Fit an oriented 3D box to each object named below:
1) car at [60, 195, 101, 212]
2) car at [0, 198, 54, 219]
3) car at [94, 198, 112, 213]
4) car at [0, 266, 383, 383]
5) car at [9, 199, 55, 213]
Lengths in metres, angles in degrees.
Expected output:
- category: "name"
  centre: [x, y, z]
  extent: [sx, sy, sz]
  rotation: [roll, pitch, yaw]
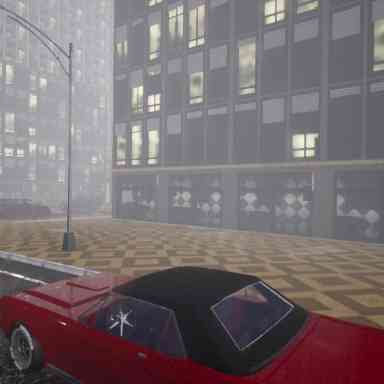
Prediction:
- category: "car"
  centre: [-14.052, 1.424, 42.717]
  extent: [2.150, 2.045, 5.566]
  rotation: [1, 0, 37]
- category: "car"
  centre: [-15.737, 1.517, 30.754]
  extent: [2.192, 1.841, 5.009]
  rotation: [1, 0, 37]
- category: "car"
  centre: [-8.916, 1.828, 39.949]
  extent: [1.752, 1.417, 4.829]
  rotation: [1, 0, 37]
- category: "car"
  centre: [-0.333, 1.600, 3.927]
  extent: [4.718, 1.301, 1.895]
  rotation: [0, 0, 36]
- category: "car"
  centre: [-19.211, 1.641, 40.138]
  extent: [1.752, 1.417, 4.829]
  rotation: [1, 0, 37]
